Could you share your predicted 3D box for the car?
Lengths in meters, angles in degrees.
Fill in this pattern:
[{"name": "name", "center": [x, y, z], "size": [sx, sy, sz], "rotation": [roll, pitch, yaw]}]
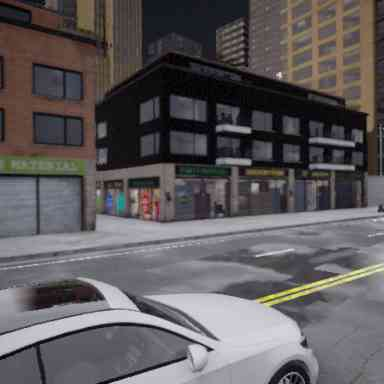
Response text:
[{"name": "car", "center": [-0.925, 1.515, 2.779], "size": [4.674, 1.442, 1.812], "rotation": [-1, 1, -35]}]
